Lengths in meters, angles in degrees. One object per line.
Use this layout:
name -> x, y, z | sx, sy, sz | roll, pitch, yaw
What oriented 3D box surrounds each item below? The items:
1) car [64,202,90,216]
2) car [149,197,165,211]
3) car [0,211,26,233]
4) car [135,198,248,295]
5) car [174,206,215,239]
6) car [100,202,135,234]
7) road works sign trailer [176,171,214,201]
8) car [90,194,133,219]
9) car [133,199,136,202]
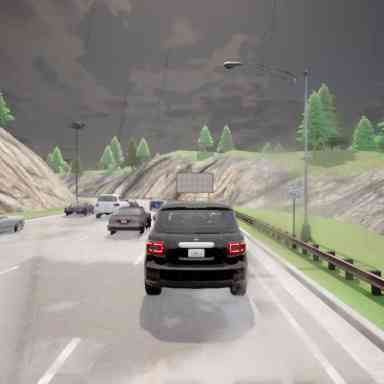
car -> -10.615, 1.601, 31.984 | 1.895, 1.301, 4.718 | 0, 0, -2
car -> -4.399, 1.478, 42.156 | 1.882, 1.535, 5.008 | 0, -1, -6
car -> -10.421, 1.600, 16.867 | 1.895, 1.301, 4.718 | 0, 0, 0
car -> 0.088, 1.221, 8.840 | 2.150, 2.045, 5.566 | 0, 0, 0
car -> 0.114, 1.559, 18.064 | 1.994, 1.385, 4.181 | 0, 0, 0
car -> -3.429, 1.547, 19.153 | 2.033, 1.411, 5.357 | 0, 0, 0
road works sign trailer -> 0.188, 0.464, 21.561 | 2.380, 3.560, 2.880 | 0, 0, 0
car -> -7.013, 1.222, 29.657 | 2.150, 2.045, 5.566 | 0, 0, -1
car -> -8.065, 1.601, 43.673 | 1.895, 1.301, 4.718 | 0, 0, -7
